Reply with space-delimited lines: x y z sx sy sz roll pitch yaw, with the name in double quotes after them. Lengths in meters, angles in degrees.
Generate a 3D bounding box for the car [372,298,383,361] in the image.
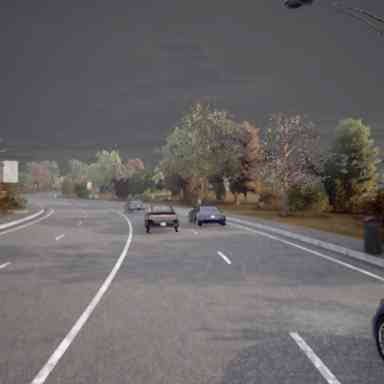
3.413 1.516 2.611 1.812 1.442 4.674 0 0 -2 "car"

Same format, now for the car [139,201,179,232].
-1.951 1.510 20.206 2.128 1.511 4.902 0 0 -10 "car"

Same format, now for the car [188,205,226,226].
0.954 1.579 23.466 1.994 1.385 4.181 0 0 -11 "car"

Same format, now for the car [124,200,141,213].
-6.558 1.588 37.838 2.033 1.411 5.357 0 0 -19 "car"
